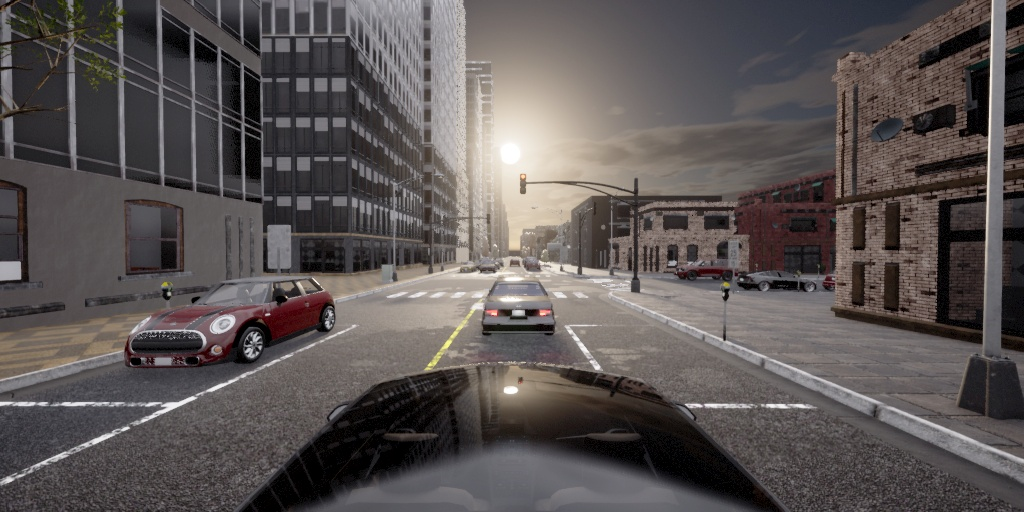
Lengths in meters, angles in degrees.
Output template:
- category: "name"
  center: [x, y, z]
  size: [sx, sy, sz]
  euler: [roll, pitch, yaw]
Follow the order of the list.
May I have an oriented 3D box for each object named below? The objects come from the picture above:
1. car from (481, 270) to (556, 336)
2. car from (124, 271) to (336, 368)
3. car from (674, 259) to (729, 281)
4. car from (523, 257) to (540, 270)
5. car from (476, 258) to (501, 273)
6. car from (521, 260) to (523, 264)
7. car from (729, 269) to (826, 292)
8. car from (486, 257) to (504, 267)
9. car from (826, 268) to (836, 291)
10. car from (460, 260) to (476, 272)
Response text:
- category: "car"
  center: [0.157, 1.295, 10.385]
  size: [2.033, 1.411, 5.357]
  euler: [0, 0, 0]
- category: "car"
  center: [-5.653, 1.188, 7.822]
  size: [1.967, 1.591, 4.097]
  euler: [0, 0, 0]
- category: "car"
  center: [16.712, 1.164, 30.926]
  size: [5.009, 1.841, 2.192]
  euler: [0, 0, 1]
- category: "car"
  center: [3.021, 1.178, 51.301]
  size: [1.967, 1.591, 4.097]
  euler: [0, 0, 0]
- category: "car"
  center: [-2.816, 1.287, 43.613]
  size: [2.033, 1.411, 5.357]
  euler: [0, 0, 0]
- category: "car"
  center: [3.097, 1.052, 62.589]
  size: [2.192, 1.841, 5.009]
  euler: [0, 0, 0]
- category: "car"
  center: [16.549, 1.546, 22.548]
  size: [4.313, 1.339, 1.948]
  euler: [0, 0, 1]
- category: "car"
  center: [-2.748, 1.286, 54.169]
  size: [2.033, 1.411, 5.357]
  euler: [0, 0, 0]
- category: "car"
  center: [22.096, 1.473, 22.439]
  size: [4.097, 1.591, 1.967]
  euler: [0, 0, 1]
- category: "car"
  center: [-5.536, 1.265, 45.599]
  size: [1.751, 1.417, 4.829]
  euler: [0, 0, 0]
